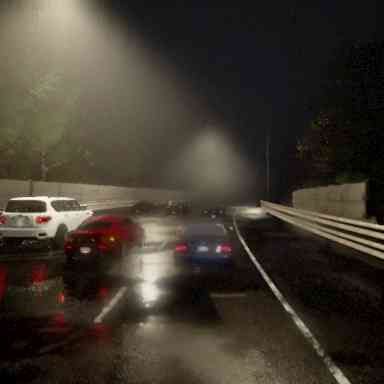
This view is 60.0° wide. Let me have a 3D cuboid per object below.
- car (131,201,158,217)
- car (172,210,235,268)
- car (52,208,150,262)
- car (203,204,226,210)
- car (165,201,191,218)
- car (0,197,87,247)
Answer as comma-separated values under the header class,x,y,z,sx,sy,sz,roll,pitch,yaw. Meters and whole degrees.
class,x,y,z,sx,sy,sz,roll,pitch,yaw
car,-4.575,1.600,32.153,1.812,1.442,4.674,0,0,8
car,0.451,1.570,11.375,2.033,1.411,5.357,0,0,3
car,-3.002,1.546,12.132,1.812,1.442,4.674,0,0,4
car,2.051,1.670,29.046,1.895,1.301,4.718,0,0,8
car,-1.220,1.564,30.875,2.128,1.511,4.902,0,0,8
car,-6.309,1.243,15.262,2.150,2.045,5.566,0,0,4
